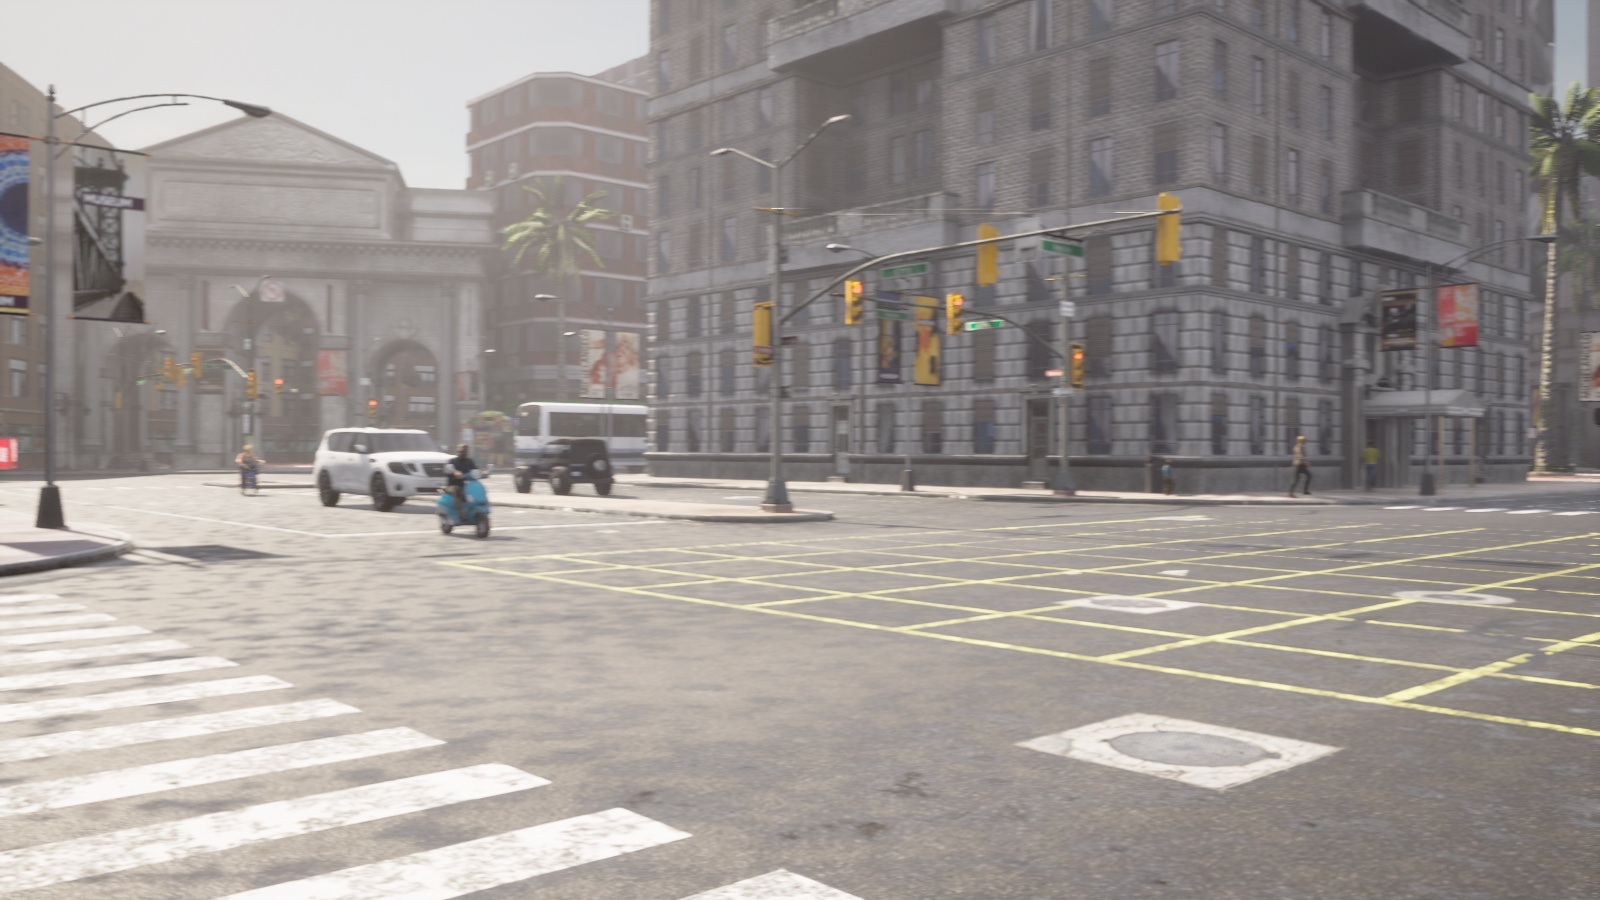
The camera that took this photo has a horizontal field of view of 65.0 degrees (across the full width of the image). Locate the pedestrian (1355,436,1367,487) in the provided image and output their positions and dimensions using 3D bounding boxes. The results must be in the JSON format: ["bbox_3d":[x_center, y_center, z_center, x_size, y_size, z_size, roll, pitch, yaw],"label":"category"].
[{"bbox_3d":[20.378,0.400,45.579,0.354,1.836,0.706,0,0,28],"label":"pedestrian"}]

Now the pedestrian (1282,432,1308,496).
[{"bbox_3d":[14.288,0.402,36.246,0.634,1.846,0.331,0,0,43],"label":"pedestrian"}]

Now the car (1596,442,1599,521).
[{"bbox_3d":[18.384,0.637,26.378,3.988,1.617,1.851,0,0,-43],"label":"car"}]

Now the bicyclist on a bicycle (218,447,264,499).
[{"bbox_3d":[-17.501,0.706,39.313,0.866,1.612,1.509,0,0,-43],"label":"bicyclist on a bicycle"}]

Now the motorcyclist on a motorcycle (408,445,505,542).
[{"bbox_3d":[-5.856,0.708,21.377,0.866,1.590,1.817,0,0,-42],"label":"motorcyclist on a motorcycle"}]

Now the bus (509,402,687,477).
[{"bbox_3d":[-12.212,-0.598,76.890,10.273,4.253,3.944,0,0,-42],"label":"bus"}]

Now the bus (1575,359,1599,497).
[{"bbox_3d":[29.347,-0.640,41.263,10.273,4.253,3.944,0,0,-42],"label":"bus"}]

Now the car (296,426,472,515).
[{"bbox_3d":[-10.631,0.481,31.792,2.150,2.045,5.566,0,0,-42],"label":"car"}]

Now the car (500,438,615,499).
[{"bbox_3d":[-7.894,0.559,40.661,1.905,1.878,3.866,0,0,-42],"label":"car"}]

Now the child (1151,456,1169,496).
[{"bbox_3d":[10.931,0.785,38.097,0.448,1.192,0.343,0,0,33],"label":"child"}]
